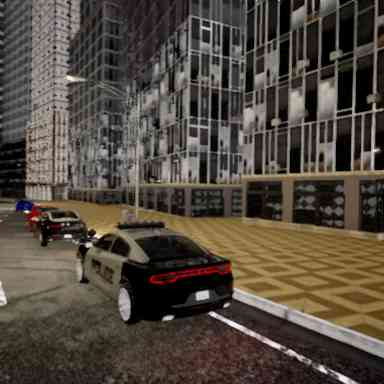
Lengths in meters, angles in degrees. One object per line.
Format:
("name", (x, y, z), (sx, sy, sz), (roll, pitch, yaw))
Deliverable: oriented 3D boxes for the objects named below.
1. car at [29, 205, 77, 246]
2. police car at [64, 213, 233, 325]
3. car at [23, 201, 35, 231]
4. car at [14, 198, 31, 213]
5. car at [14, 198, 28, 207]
("car", (-6.332, 1.582, 15.741), (1.837, 1.490, 4.892), (1, -1, -31))
("police car", (-1.238, 1.476, 7.554), (1.930, 1.638, 5.238), (1, -1, -33))
("car", (-9.255, 1.571, 20.812), (1.882, 1.535, 5.008), (1, -1, -29))
("car", (-19.569, 1.625, 38.973), (1.882, 1.535, 5.008), (1, 0, -26))
("car", (-29.501, 1.720, 57.331), (1.812, 1.442, 4.674), (1, 0, -31))
